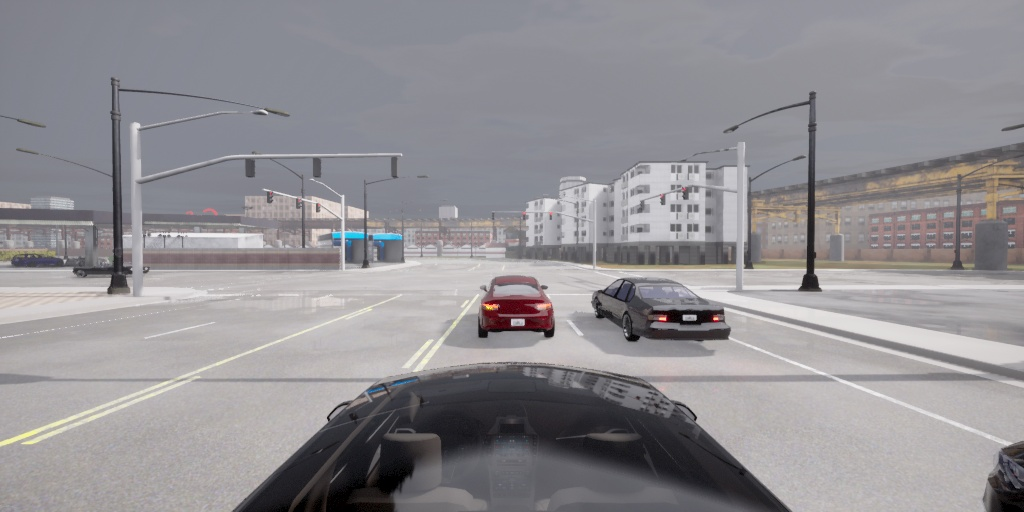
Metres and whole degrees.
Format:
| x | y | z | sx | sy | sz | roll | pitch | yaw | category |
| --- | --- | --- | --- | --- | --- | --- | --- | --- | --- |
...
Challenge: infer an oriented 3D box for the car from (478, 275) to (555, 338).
| x | y | z | sx | sy | sz | roll | pitch | yaw | category |
| --- | --- | --- | --- | --- | --- | --- | --- | --- | --- |
| 0.067 | 1.256 | 10.026 | 1.812 | 1.442 | 4.674 | 0 | 0 | -1 | car |

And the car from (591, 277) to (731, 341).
| x | y | z | sx | sy | sz | roll | pitch | yaw | category |
| --- | --- | --- | --- | --- | --- | --- | --- | --- | --- |
| 3.578 | 1.283 | 9.743 | 2.033 | 1.411 | 5.357 | 0 | 0 | 0 | car |

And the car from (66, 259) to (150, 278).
| x | y | z | sx | sy | sz | roll | pitch | yaw | category |
| --- | --- | --- | --- | --- | --- | --- | --- | --- | --- |
| -33.743 | 1.136 | 30.202 | 4.718 | 1.301 | 1.895 | 0 | 1 | -1 | car |
